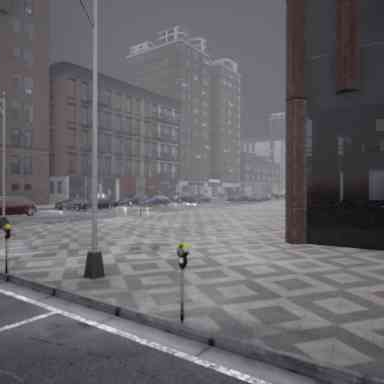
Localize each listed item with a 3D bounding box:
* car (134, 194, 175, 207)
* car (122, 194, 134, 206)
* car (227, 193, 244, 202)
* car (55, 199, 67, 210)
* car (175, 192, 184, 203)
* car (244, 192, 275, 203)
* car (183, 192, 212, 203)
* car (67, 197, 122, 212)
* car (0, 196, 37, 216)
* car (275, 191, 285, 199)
[{"bbox_3d":[-4.662,1.065,41.733,1.812,1.442,4.674,0,1,36],"label":"car"},{"bbox_3d":[-7.529,1.035,43.308,1.837,1.490,4.892,0,1,36],"label":"car"},{"bbox_3d":[7.466,0.886,52.685,2.033,1.411,5.357,0,1,34],"label":"car"},{"bbox_3d":[-12.689,1.216,36.165,1.994,1.385,4.181,0,1,34],"label":"car"},{"bbox_3d":[-1.840,0.751,51.188,2.097,1.767,4.553,0,1,36],"label":"car"},{"bbox_3d":[10.518,0.891,51.356,2.033,1.411,5.357,0,1,33],"label":"car"},{"bbox_3d":[1.159,0.969,49.778,1.994,1.385,4.181,0,1,36],"label":"car"},{"bbox_3d":[-9.966,1.265,34.355,1.895,1.301,4.718,0,1,36],"label":"car"},{"bbox_3d":[-15.210,1.143,27.056,2.097,1.767,4.553,0,1,36],"label":"car"},{"bbox_3d":[17.114,0.629,66.139,1.837,1.490,4.892,0,1,36],"label":"car"}]
